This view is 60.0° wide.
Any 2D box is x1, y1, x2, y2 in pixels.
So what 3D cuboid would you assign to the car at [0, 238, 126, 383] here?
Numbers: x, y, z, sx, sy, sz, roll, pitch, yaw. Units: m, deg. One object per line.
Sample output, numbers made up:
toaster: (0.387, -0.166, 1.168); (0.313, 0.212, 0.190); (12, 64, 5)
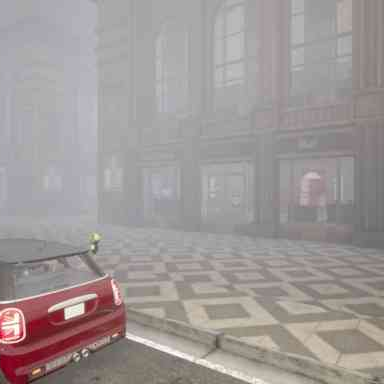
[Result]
car: (-2.974, 1.440, 5.086); (4.097, 1.590, 1.967); (0, 0, 36)
